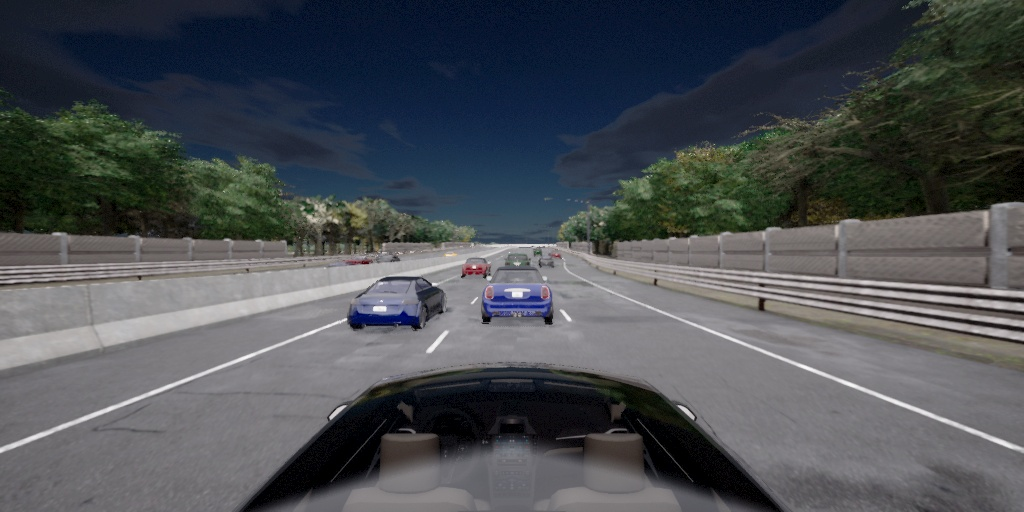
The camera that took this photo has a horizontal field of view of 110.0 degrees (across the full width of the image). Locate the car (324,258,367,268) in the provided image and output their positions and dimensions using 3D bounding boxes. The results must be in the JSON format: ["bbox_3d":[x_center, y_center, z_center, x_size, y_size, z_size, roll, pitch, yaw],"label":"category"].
[{"bbox_3d":[-13.753,1.144,28.741,1.994,1.385,4.181,0,1,1],"label":"car"}]

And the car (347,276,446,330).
[{"bbox_3d":[-3.341,1.308,11.119,1.994,1.385,4.181,0,0,1],"label":"car"}]

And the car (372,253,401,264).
[{"bbox_3d":[-16.608,0.652,48.522,1.837,1.490,4.892,0,1,3],"label":"car"}]

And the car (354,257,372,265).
[{"bbox_3d":[-20.154,0.779,47.408,1.895,1.301,4.718,0,1,3],"label":"car"}]

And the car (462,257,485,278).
[{"bbox_3d":[-2.996,0.892,31.020,2.097,1.767,4.553,0,1,1],"label":"car"}]

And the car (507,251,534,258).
[{"bbox_3d":[0.503,0.758,31.151,2.150,2.045,5.566,0,1,1],"label":"car"}]

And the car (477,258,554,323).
[{"bbox_3d":[0.169,1.094,12.186,2.097,1.767,4.553,0,0,1],"label":"car"}]

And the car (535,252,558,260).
[{"bbox_3d":[4.422,0.655,47.053,2.128,1.511,4.902,0,1,2],"label":"car"}]
